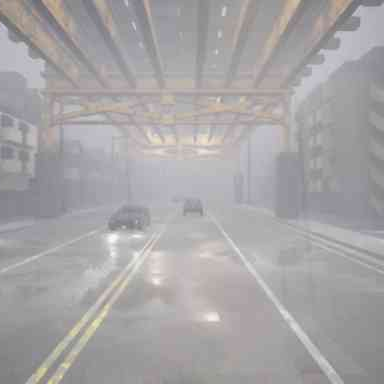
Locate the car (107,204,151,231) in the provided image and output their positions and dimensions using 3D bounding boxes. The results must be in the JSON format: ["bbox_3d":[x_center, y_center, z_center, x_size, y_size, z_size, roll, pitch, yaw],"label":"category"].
[{"bbox_3d":[-3.602,1.462,20.173,2.033,1.411,5.357,0,0,0],"label":"car"}]

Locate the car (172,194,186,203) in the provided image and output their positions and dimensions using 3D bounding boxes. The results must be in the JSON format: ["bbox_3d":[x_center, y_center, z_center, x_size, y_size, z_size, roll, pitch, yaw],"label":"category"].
[{"bbox_3d":[-2.220,1.128,61.033,1.882,1.535,5.008,0,0,13],"label":"car"}]

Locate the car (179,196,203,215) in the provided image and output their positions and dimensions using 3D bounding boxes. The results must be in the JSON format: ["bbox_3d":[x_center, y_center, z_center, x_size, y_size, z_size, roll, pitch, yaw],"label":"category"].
[{"bbox_3d":[0.095,1.385,32.017,2.033,1.411,5.357,0,0,0],"label":"car"}]
